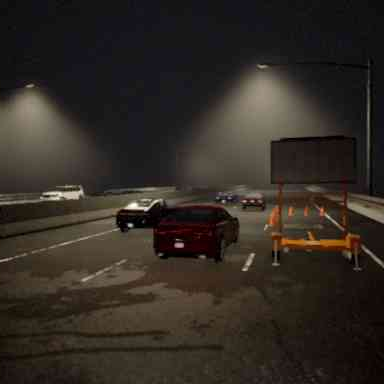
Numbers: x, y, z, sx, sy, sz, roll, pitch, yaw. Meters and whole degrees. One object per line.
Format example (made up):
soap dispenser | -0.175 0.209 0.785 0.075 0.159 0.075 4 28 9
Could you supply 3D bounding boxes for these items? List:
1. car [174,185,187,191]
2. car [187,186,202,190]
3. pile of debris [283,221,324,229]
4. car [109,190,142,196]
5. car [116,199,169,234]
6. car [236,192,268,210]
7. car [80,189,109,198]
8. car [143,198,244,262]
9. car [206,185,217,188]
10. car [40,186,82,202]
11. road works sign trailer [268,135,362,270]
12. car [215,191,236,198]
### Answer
car | -2.491 -0.806 76.928 2.097 1.767 4.553 0 2 16
car | 1.095 -0.681 76.729 2.128 1.511 4.902 0 2 16
pile of debris | 5.563 1.647 16.763 1.860 0.140 1.500 0 2 16
car | -6.892 0.547 36.976 1.837 1.490 4.892 0 2 16
car | -1.849 1.066 15.977 2.128 1.511 4.902 0 2 16
car | 5.424 0.705 28.484 2.033 1.411 5.357 0 2 16
car | -10.257 0.554 37.937 1.837 1.490 4.892 0 2 16
car | 0.361 1.167 11.034 1.882 1.535 5.008 0 2 16
car | 4.457 -0.712 75.753 1.837 1.490 4.892 0 2 16
car | -14.209 0.338 36.885 2.150 2.045 5.566 0 2 16
road works sign trailer | 3.598 0.150 9.996 2.380 3.560 2.880 0 2 16
car | 3.787 0.583 35.402 1.895 1.301 4.718 0 2 16
